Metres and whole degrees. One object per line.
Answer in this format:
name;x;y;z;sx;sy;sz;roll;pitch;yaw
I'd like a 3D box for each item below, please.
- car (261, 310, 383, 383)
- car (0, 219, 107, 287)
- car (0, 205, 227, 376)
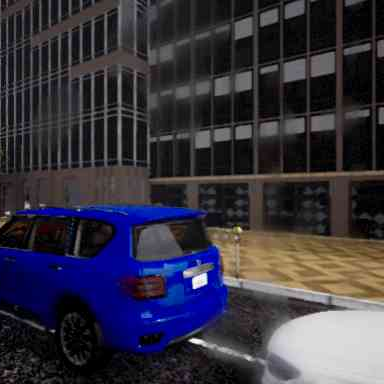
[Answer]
car;2.820;1.538;2.337;4.674;1.442;1.812;0;0;36
car;-4.623;1.612;9.878;4.206;1.307;1.802;0;0;36
car;-2.080;1.244;5.852;5.566;2.045;2.150;0;0;36
